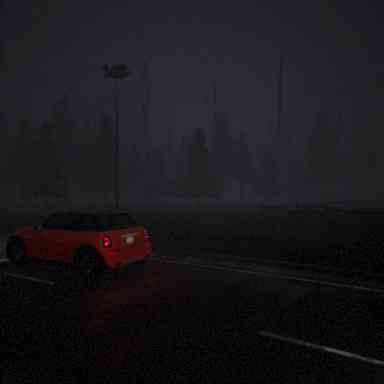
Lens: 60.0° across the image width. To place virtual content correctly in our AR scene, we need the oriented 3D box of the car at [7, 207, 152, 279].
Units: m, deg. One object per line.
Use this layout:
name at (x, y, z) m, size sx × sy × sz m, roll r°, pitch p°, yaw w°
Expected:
car at (-3.505, 1.312, 10.060) m, size 4.553 × 1.767 × 2.097 m, roll 0°, pitch 0°, yaw 31°
